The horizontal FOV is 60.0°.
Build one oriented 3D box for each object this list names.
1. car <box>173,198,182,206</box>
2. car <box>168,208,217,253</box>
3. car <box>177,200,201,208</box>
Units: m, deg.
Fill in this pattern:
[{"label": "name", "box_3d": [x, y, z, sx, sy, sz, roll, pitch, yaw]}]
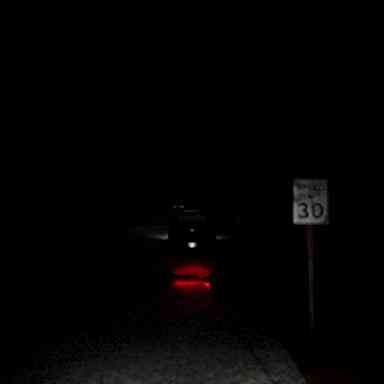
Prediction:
[{"label": "car", "box_3d": [-2.882, 2.105, 71.816, 2.097, 1.767, 4.553, 0, -1, 0]}, {"label": "car", "box_3d": [0.017, 1.646, 14.313, 1.837, 1.490, 4.892, 0, 0, 0]}, {"label": "car", "box_3d": [0.023, 1.775, 29.308, 2.128, 1.511, 4.902, 0, 0, 0]}]
